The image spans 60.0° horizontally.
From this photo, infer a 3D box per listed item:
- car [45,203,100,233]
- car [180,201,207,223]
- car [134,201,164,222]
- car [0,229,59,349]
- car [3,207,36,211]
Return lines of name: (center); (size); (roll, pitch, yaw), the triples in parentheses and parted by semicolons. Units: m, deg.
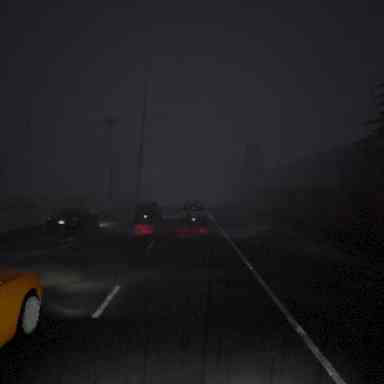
car: (-6.885, 1.571, 19.550); (1.994, 1.385, 4.181); (0, 0, 0)
car: (0.118, 1.612, 25.216); (1.895, 1.301, 4.718); (0, 0, 0)
car: (-3.381, 1.516, 26.528); (1.837, 1.490, 4.892); (0, 0, 0)
car: (-3.387, 1.478, 3.491); (1.882, 1.535, 5.008); (0, 0, 0)
car: (-17.565, 1.575, 33.808); (1.994, 1.385, 4.181); (0, 0, 0)
